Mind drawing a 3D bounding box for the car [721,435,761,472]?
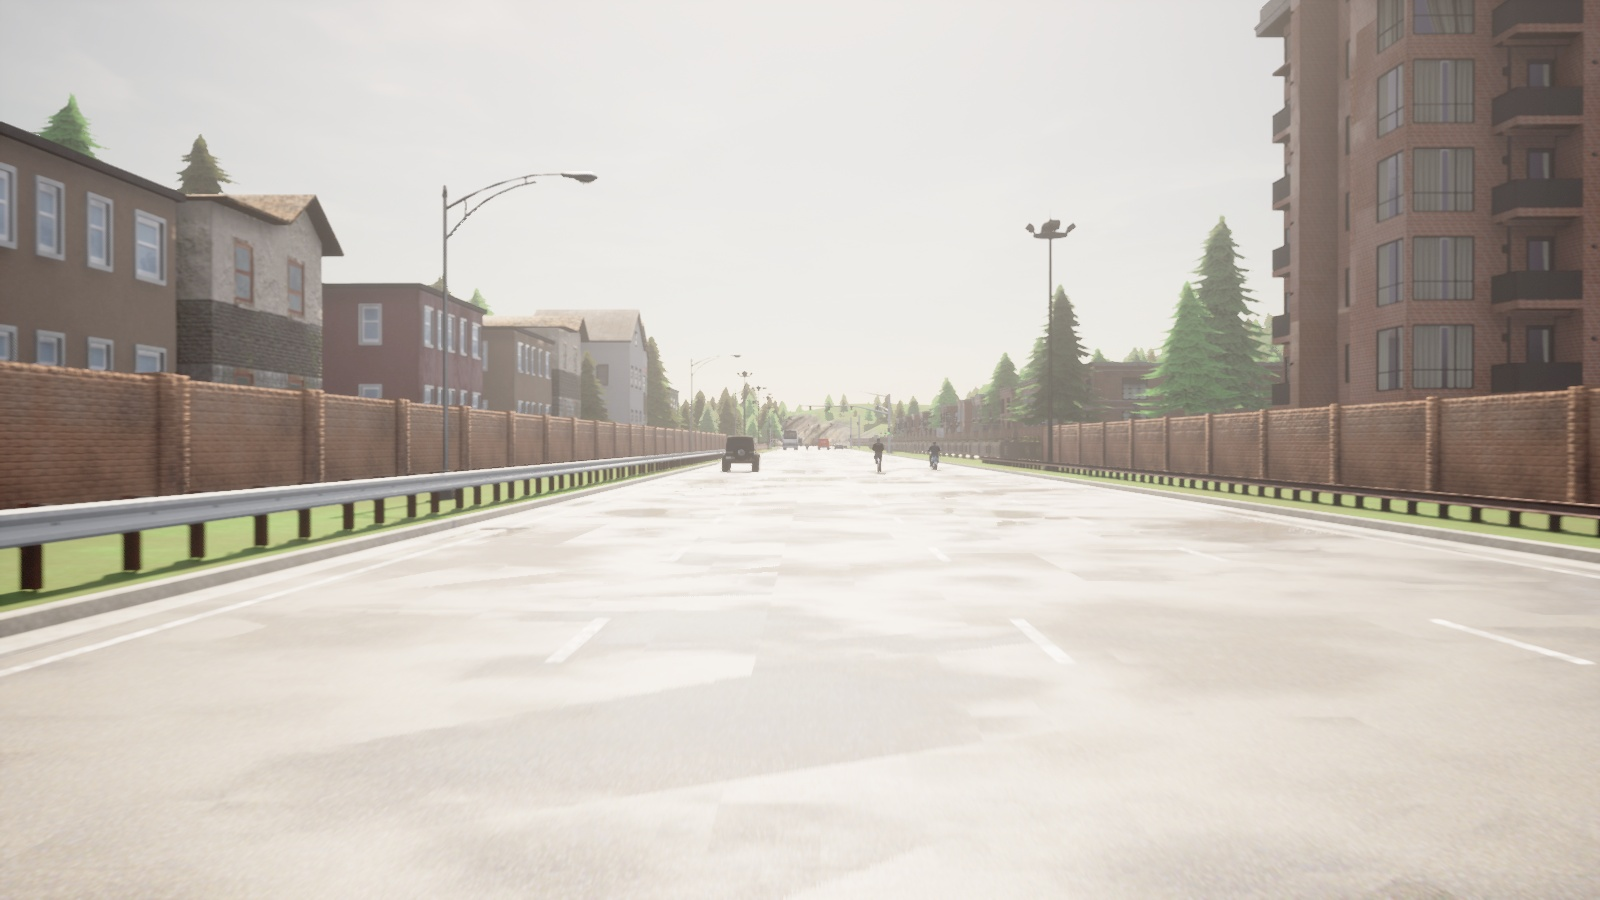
[{"bbox_3d":[-3.107,0.167,66.473,1.905,1.878,3.866,0,0,0],"label":"car"}]
